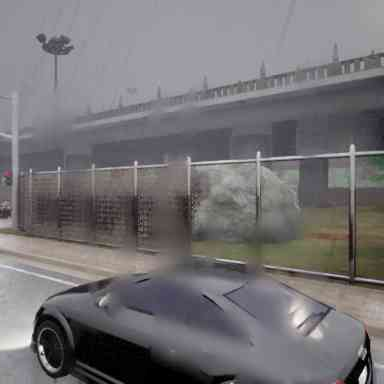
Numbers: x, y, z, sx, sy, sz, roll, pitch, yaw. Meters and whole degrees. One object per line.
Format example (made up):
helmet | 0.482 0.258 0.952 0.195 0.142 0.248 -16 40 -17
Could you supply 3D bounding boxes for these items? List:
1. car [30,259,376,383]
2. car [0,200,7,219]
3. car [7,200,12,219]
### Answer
car | -0.131 1.564 4.083 4.181 1.385 1.994 0 0 36
car | -7.811 1.221 9.532 5.566 2.045 2.150 0 0 36
car | -14.416 1.407 29.348 2.097 1.767 4.553 0 0 36
